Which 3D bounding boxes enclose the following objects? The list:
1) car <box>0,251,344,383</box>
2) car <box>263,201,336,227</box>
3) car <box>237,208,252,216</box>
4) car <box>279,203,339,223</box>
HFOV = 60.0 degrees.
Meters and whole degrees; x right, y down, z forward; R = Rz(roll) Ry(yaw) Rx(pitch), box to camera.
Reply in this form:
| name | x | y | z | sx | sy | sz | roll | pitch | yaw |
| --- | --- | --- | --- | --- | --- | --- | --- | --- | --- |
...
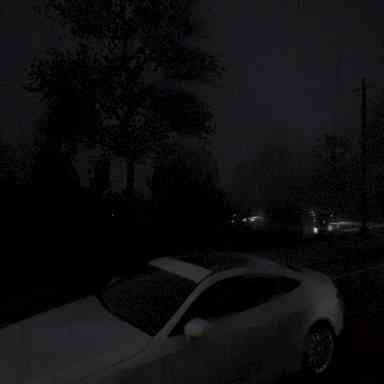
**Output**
| name | x | y | z | sx | sy | sz | roll | pitch | yaw |
| --- | --- | --- | --- | --- | --- | --- | --- | --- | --- |
| car | -0.014 | 1.526 | 3.985 | 4.674 | 1.442 | 1.812 | 0 | 0 | -36 |
| car | 7.309 | 1.426 | 23.648 | 2.097 | 1.767 | 4.553 | 0 | -1 | -38 |
| car | 3.929 | 1.769 | 33.222 | 1.994 | 1.385 | 4.181 | 0 | -1 | -41 |
| car | 9.323 | 1.651 | 26.772 | 1.994 | 1.385 | 4.181 | 0 | -1 | -39 |
